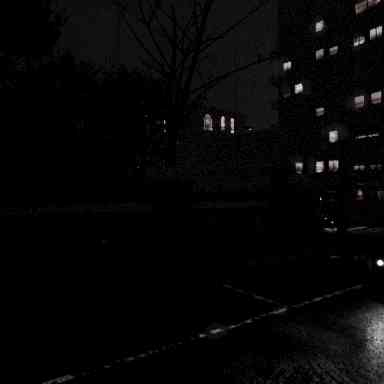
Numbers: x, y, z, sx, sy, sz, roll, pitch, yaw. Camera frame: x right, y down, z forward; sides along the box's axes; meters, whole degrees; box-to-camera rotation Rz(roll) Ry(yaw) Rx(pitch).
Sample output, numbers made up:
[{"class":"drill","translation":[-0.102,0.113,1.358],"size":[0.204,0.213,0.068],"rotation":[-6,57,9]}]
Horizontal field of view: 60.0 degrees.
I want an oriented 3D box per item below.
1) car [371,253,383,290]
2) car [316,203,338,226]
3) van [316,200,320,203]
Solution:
[{"class":"car","translation":[6.199,1.600,7.782],"size":[4.718,1.301,1.895],"rotation":[0,0,-35]},{"class":"car","translation":[8.399,1.801,25.727],"size":[2.033,1.411,5.357],"rotation":[0,-1,-36]},{"class":"van","translation":[10.568,1.646,32.574],"size":[1.690,1.788,3.998],"rotation":[-1,0,-36]}]
